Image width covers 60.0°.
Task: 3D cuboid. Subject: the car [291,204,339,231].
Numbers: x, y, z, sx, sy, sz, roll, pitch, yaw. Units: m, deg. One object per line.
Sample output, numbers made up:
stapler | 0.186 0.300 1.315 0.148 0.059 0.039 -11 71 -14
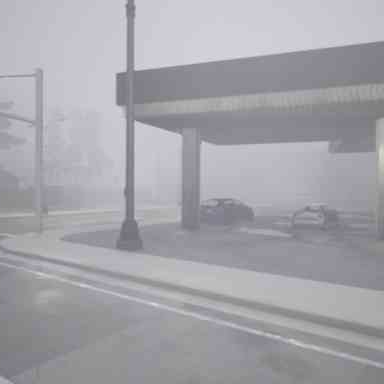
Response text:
car | 7.484 1.429 19.955 1.970 1.475 3.806 0 0 37

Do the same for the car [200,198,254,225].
car | 2.411 1.239 22.753 2.242 1.667 4.611 0 0 37
